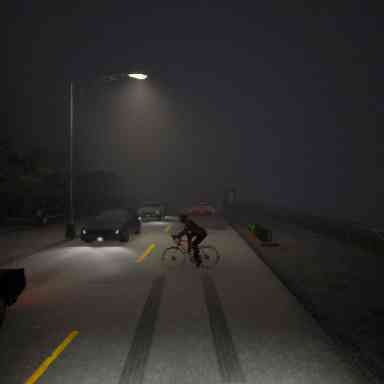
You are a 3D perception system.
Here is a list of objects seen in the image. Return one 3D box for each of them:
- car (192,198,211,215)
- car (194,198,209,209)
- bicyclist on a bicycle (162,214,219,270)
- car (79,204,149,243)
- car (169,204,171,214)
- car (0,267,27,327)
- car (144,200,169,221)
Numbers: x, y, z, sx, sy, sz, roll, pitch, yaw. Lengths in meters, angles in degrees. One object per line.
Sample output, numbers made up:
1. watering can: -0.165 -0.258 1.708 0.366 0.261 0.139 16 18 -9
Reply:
1. car: 0.968 1.600 33.530 1.895 1.301 4.718 0 0 2
2. car: 1.365 1.546 47.837 2.033 1.411 5.357 0 0 0
3. bicyclist on a bicycle: -0.064 1.444 9.588 1.656 1.620 0.582 -2 0 2
4. car: -3.698 1.547 16.259 2.033 1.411 5.357 0 0 2
5. car: -3.189 1.547 33.430 2.033 1.411 5.357 0 0 2
6. car: -4.033 1.601 3.914 1.895 1.301 4.718 0 0 2
7. car: -3.292 1.525 27.681 1.812 1.442 4.674 0 0 2
